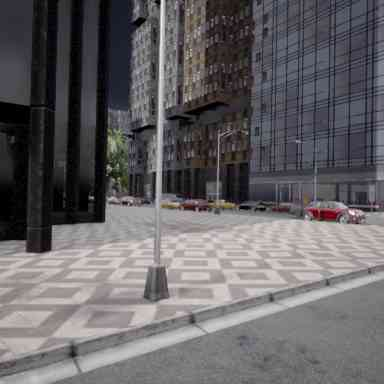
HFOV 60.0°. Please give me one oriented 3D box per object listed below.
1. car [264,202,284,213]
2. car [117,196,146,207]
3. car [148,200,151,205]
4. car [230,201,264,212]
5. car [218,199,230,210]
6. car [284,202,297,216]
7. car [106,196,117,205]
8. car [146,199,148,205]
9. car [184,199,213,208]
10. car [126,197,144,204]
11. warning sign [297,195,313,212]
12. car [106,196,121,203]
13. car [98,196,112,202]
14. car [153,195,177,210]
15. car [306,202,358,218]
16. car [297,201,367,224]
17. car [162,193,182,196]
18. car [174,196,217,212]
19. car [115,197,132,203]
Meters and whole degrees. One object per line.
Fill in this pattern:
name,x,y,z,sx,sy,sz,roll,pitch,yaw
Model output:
car,10.497,1.744,37.095,1.802,1.307,4.206,2,-1,-35
car,-9.187,1.389,50.022,1.967,1.590,4.097,2,-1,-35
car,-5.433,1.726,59.431,2.008,1.369,4.403,2,-1,-35
car,7.311,1.731,41.562,1.947,1.339,4.313,2,-1,-35
car,4.027,1.694,46.168,1.752,1.417,4.829,2,-1,-35
car,10.502,1.550,26.997,2.033,1.411,5.357,2,-1,-35
car,-12.377,1.532,54.488,1.802,1.307,4.206,2,-1,-35
car,-9.321,1.703,60.123,1.895,1.301,4.718,2,-1,-35
car,0.939,1.723,50.496,2.008,1.369,4.403,2,-1,-35
car,-11.806,1.740,68.365,1.947,1.339,4.313,2,-1,-35
warning sign,12.854,1.338,37.781,1.300,1.860,1.060,2,-1,-35
car,-18.276,1.699,77.437,1.752,1.417,4.829,2,-1,-35
car,-21.364,1.755,81.765,1.802,1.307,4.206,2,-1,-35
car,-2.717,1.469,40.947,1.752,1.417,4.829,2,-1,-35
car,13.683,1.725,32.628,1.947,1.339,4.313,2,-1,-35
car,9.915,1.371,23.242,1.967,1.590,4.097,2,-1,-37
car,-2.401,1.236,45.127,2.150,2.045,5.566,2,-1,-35
car,0.371,1.485,36.617,1.887,1.381,4.507,2,-1,-35
car,-14.992,1.740,72.831,1.947,1.339,4.313,2,-1,-35
